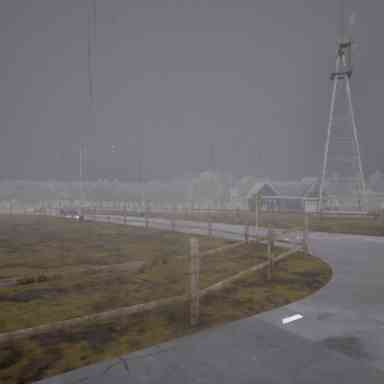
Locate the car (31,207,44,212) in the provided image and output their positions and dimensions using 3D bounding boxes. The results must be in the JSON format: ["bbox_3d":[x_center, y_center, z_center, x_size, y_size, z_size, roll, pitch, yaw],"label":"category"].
[{"bbox_3d":[-36.566,4.313,79.883,1.812,1.442,4.674,0,-3,-35],"label":"car"}]

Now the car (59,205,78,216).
[{"bbox_3d":[-18.615,2.799,49.972,1.837,1.490,4.892,0,-2,-35],"label":"car"}]
